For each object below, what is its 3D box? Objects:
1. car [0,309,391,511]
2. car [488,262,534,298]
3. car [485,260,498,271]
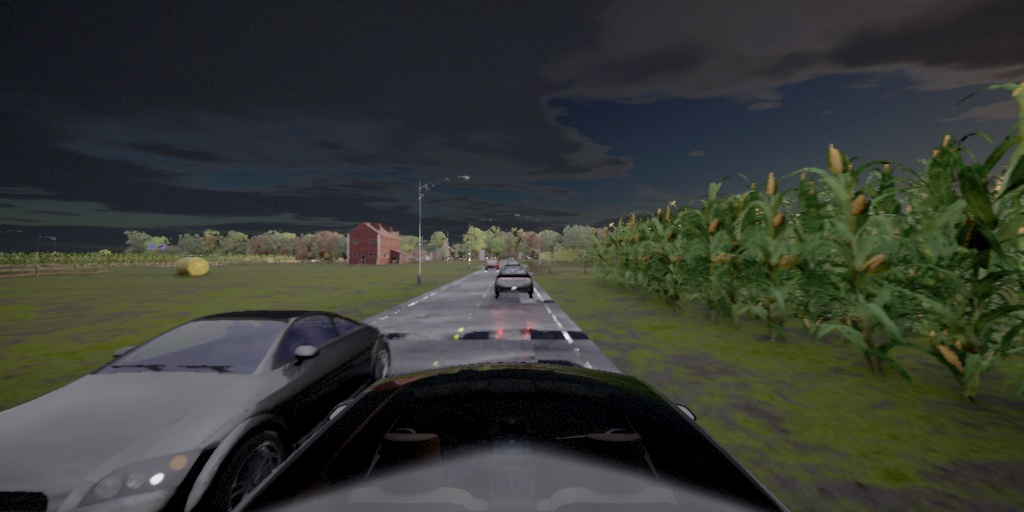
[{"bbox_3d":[-2.851,1.315,3.861,1.994,1.385,4.181,0,0,0],"label":"car"},{"bbox_3d":[0.092,1.247,18.479,2.128,1.511,4.902,0,0,0],"label":"car"},{"bbox_3d":[-2.777,1.254,51.024,1.882,1.535,5.008,0,0,0],"label":"car"}]
